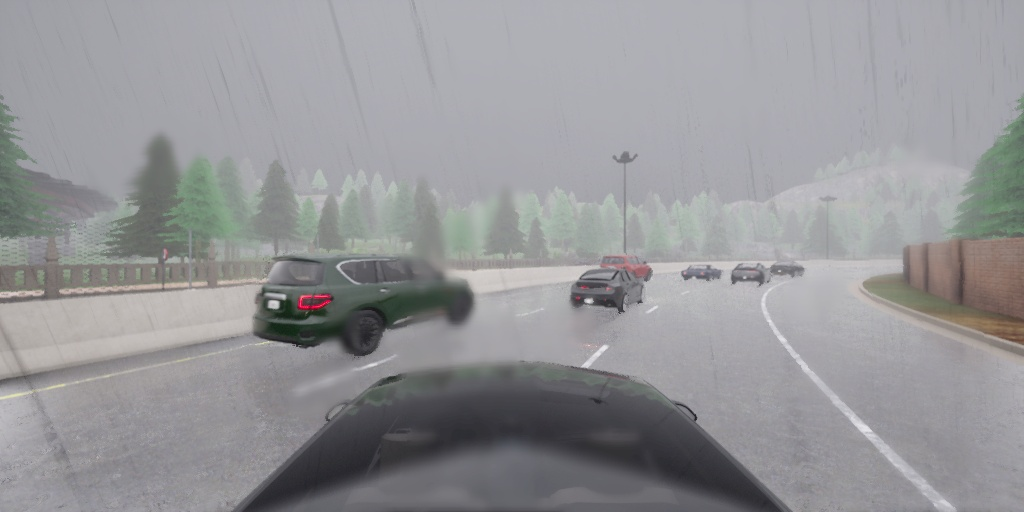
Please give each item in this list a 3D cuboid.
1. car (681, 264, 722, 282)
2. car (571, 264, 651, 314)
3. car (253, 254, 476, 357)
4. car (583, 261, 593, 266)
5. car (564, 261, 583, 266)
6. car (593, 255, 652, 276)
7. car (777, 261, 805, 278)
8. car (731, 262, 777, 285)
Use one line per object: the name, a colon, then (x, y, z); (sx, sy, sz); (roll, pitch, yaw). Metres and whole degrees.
car: (15.398, 1.334, 28.911); (1.895, 1.301, 4.718); (0, 0, 43)
car: (3.867, 1.245, 14.030); (1.837, 1.490, 4.892); (0, 0, 32)
car: (-3.107, 0.965, 8.904); (2.150, 2.045, 5.566); (0, 0, 27)
car: (11.347, 1.223, 44.654); (4.892, 1.490, 1.837); (1, -1, -42)
car: (8.896, 1.314, 47.158); (4.718, 1.301, 1.895); (0, 0, -42)
car: (8.348, 0.956, 26.190); (2.150, 2.045, 5.566); (0, 0, 39)
car: (26.065, 1.212, 33.928); (5.008, 1.535, 1.882); (0, 0, -39)
car: (17.047, 1.228, 25.491); (2.128, 1.511, 4.902); (0, 0, 43)
